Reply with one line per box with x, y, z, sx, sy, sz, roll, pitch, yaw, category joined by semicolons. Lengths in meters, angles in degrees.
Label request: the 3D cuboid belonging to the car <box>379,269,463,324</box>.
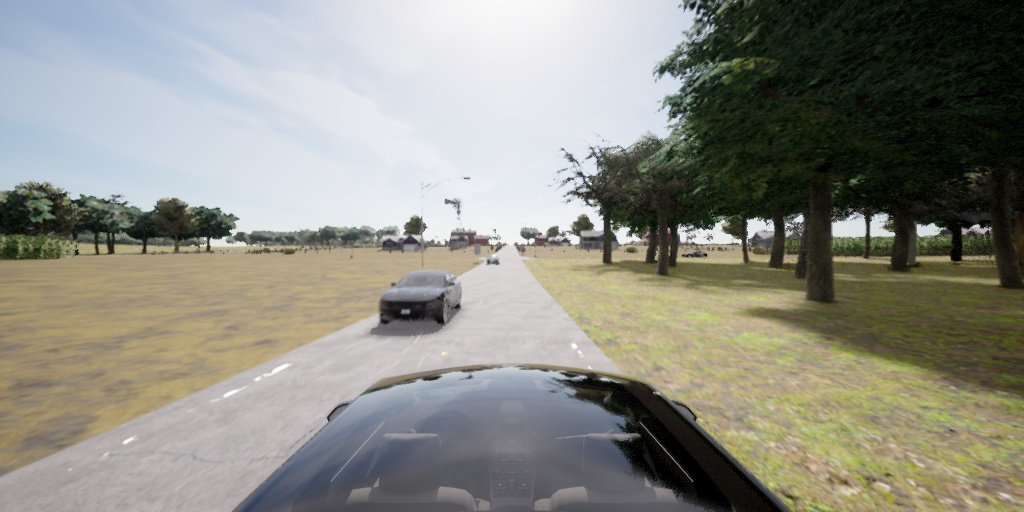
-2.849;1.214;12.099;1.882;1.535;5.008;0;0;0;car

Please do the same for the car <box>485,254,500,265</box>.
-2.817;0.499;53.311;2.128;1.511;4.902;0;2;0;car
